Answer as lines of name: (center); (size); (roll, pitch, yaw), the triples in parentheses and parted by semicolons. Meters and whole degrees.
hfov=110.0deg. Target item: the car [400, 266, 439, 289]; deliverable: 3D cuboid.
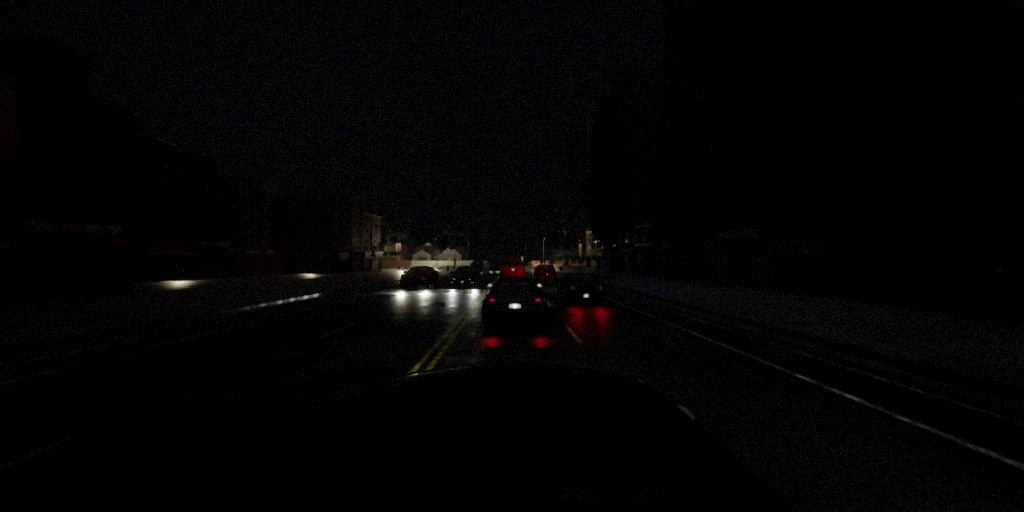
car: (-6.601, 1.482, 26.003); (1.882, 1.535, 5.008); (0, -1, 0)

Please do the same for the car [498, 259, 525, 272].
car: (0.094, 1.324, 34.116); (2.150, 2.045, 5.566); (0, -1, 0)

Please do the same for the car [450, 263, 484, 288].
car: (-3.352, 1.513, 26.403); (1.837, 1.490, 4.892); (0, -1, 0)

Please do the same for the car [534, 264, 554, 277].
car: (3.344, 1.611, 36.498); (1.882, 1.535, 5.008); (0, -1, 0)

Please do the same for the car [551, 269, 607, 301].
car: (3.347, 1.519, 18.404); (1.895, 1.301, 4.718); (0, -1, 0)

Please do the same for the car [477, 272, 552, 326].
car: (0.092, 1.414, 12.174); (1.994, 1.385, 4.181); (0, -1, 0)
